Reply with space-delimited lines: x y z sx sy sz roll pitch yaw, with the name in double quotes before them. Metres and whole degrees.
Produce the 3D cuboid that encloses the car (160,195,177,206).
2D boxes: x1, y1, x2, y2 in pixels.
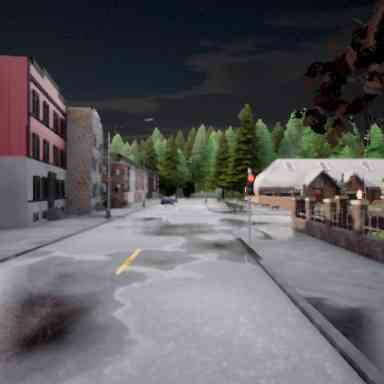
"car" -4.029 1.439 53.606 2.033 1.411 5.357 0 0 0
